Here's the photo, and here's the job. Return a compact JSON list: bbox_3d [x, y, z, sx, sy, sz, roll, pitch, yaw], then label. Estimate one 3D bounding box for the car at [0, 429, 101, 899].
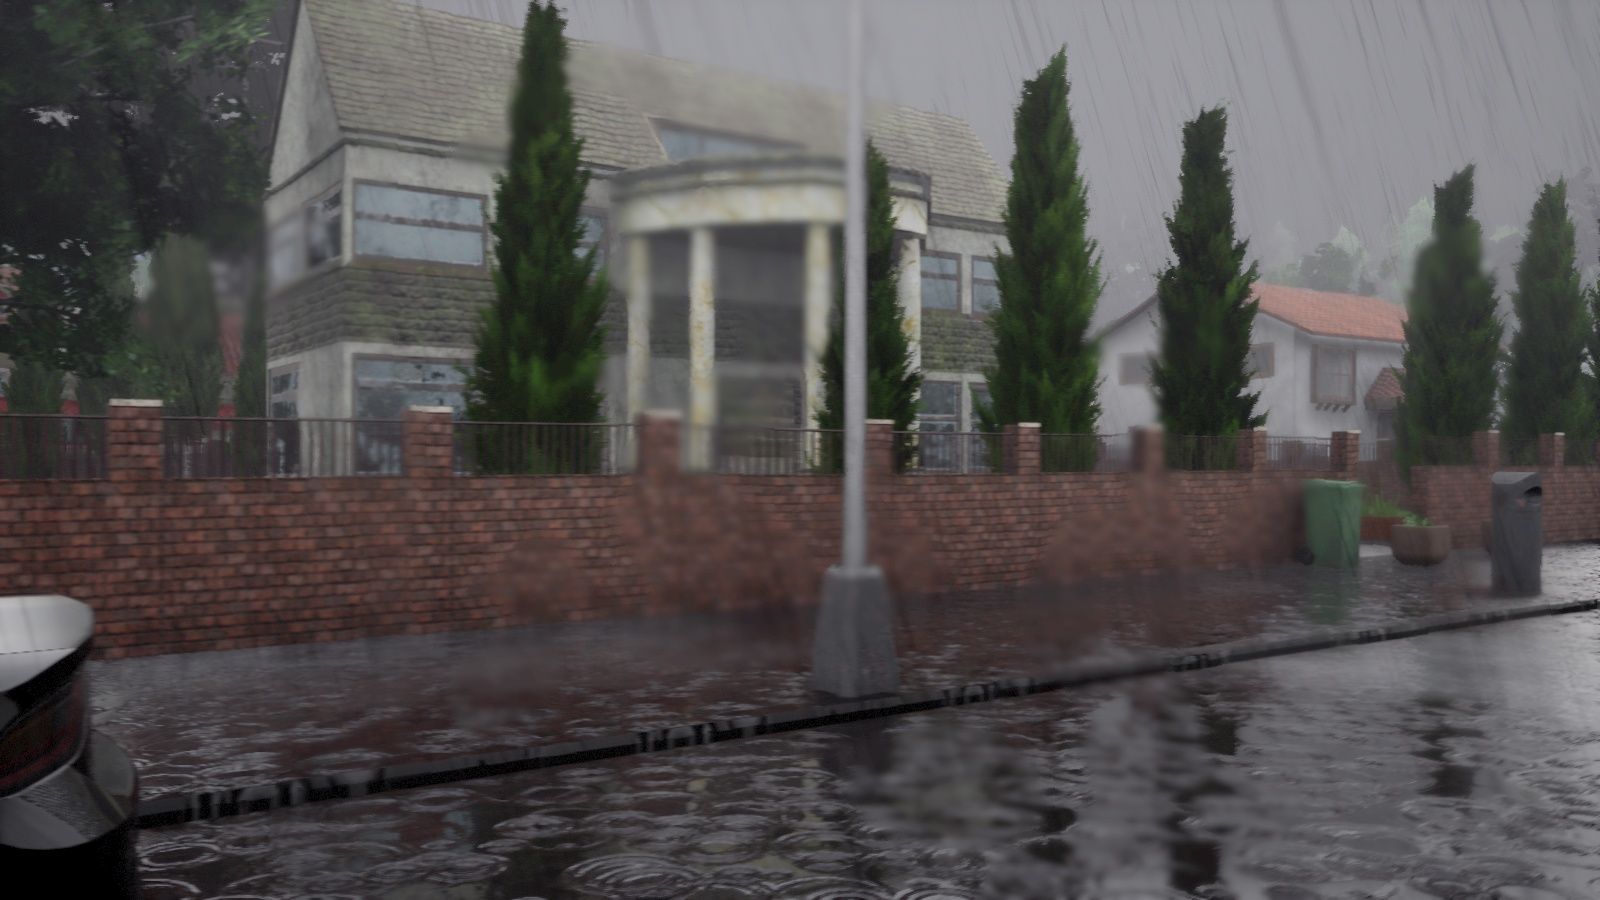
[{"bbox_3d":[-3.846,0.735,1.592,5.008,1.535,1.882,0,0,-35],"label":"car"}]
